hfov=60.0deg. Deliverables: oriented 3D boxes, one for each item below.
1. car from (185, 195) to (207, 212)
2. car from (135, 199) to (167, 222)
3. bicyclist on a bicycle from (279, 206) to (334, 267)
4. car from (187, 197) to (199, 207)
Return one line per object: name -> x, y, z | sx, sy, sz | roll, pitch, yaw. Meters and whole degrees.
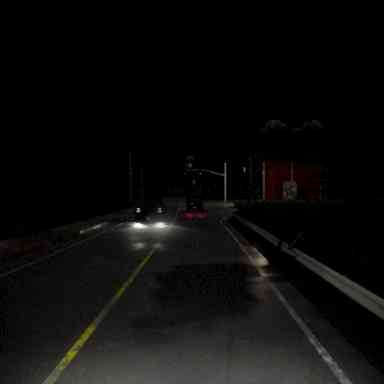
car -> 0.290, 1.458, 37.722 | 2.128, 1.511, 4.902 | 0, 0, -1
car -> -3.159, 1.328, 26.295 | 2.097, 1.767, 4.553 | 0, 0, 0
bicyclist on a bicycle -> 3.364, 1.239, 9.404 | 1.656, 1.620, 0.582 | 13, 1, 1
car -> 0.100, 1.461, 50.181 | 1.837, 1.490, 4.892 | 0, 0, -1
